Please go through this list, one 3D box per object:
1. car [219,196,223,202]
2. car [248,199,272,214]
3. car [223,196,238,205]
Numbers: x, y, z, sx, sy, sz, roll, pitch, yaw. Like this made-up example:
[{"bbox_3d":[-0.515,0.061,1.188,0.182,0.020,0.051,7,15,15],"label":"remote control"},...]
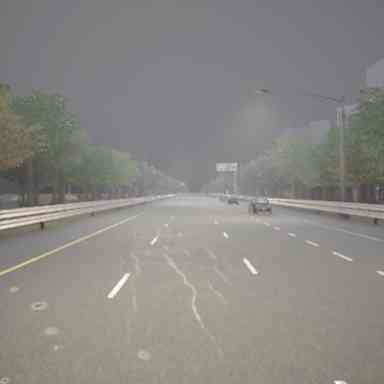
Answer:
[{"bbox_3d":[7.309,1.559,77.020,2.128,1.511,4.902,0,0,0],"label":"car"},{"bbox_3d":[7.061,1.502,34.981,2.128,1.511,4.902,0,0,0],"label":"car"},{"bbox_3d":[7.184,1.537,59.854,1.837,1.490,4.892,0,-1,0],"label":"car"}]
